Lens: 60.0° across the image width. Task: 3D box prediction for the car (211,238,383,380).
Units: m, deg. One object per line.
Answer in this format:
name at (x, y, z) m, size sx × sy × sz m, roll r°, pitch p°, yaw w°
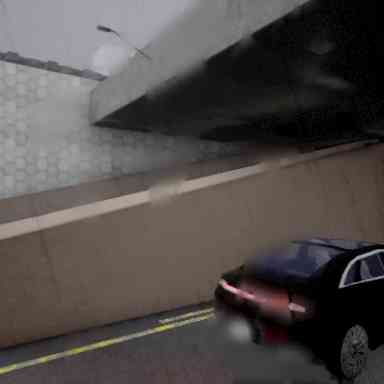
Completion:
car at (2.588, 1.539, 5.564) m, size 4.902 × 1.511 × 2.128 m, roll 1°, pitch 0°, yaw -35°
